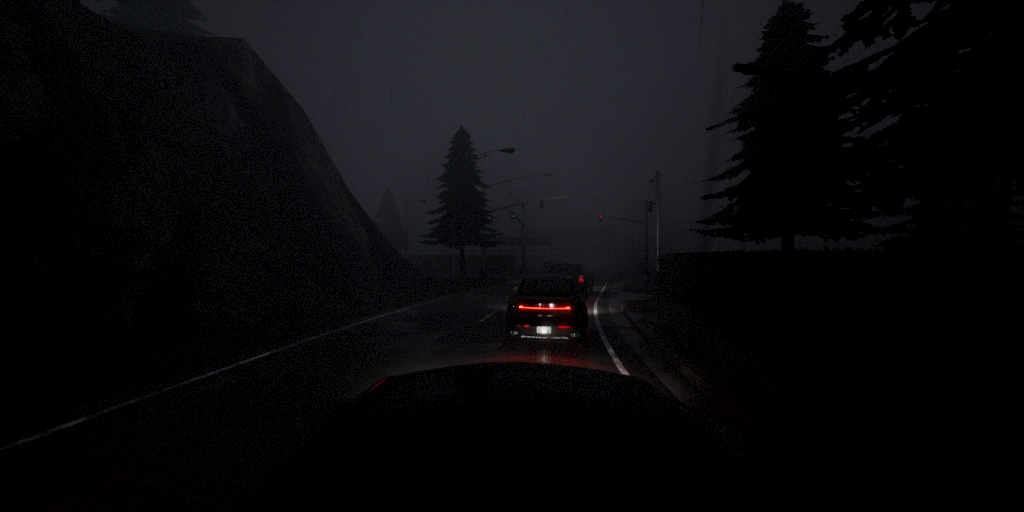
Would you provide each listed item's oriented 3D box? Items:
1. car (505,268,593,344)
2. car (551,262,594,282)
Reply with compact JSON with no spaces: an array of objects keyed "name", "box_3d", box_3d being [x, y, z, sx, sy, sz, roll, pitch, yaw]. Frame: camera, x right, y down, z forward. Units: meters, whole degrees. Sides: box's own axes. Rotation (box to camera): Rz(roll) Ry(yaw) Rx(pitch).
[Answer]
[{"name":"car","box_3d":[1.018,1.254,9.661,1.837,1.490,4.892,0,0,9]},{"name":"car","box_3d":[3.017,1.101,18.583,2.097,1.767,4.553,0,0,17]}]
